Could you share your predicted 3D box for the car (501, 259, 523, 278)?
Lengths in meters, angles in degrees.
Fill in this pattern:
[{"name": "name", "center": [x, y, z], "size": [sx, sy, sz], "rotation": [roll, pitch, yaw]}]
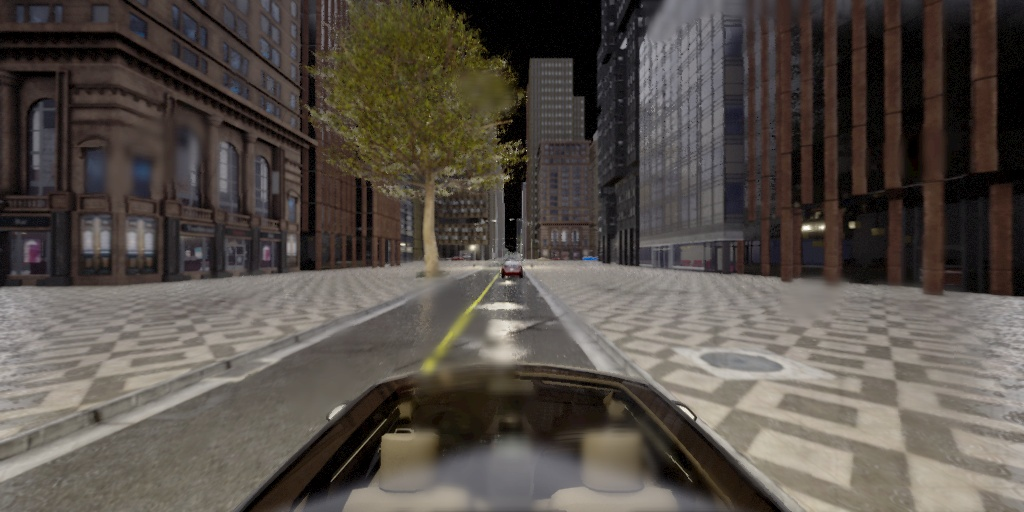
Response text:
[{"name": "car", "center": [0.027, 1.239, 33.913], "size": [2.163, 1.488, 4.792], "rotation": [0, 0, 1]}]
